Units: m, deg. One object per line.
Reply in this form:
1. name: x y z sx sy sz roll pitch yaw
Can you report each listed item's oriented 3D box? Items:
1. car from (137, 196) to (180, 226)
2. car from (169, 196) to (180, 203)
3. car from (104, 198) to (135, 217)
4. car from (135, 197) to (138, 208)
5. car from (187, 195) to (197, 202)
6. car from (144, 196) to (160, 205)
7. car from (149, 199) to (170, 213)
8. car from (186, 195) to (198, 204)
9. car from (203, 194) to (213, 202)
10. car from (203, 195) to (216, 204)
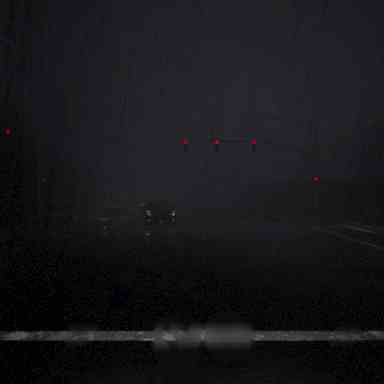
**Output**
1. car: -2.484 1.380 23.728 2.097 1.767 4.553 0 0 -13
2. car: -3.495 1.551 68.833 2.033 1.411 5.357 0 0 0
3. car: -7.098 1.478 32.088 1.882 1.535 5.008 0 0 0
4. car: -7.095 1.504 43.756 1.837 1.490 4.892 0 0 0
5. car: 0.005 1.413 73.837 1.994 1.385 4.181 0 0 0
6. car: -7.070 1.492 59.299 2.128 1.511 4.902 0 0 0
7. car: -3.595 1.564 37.299 1.994 1.385 4.181 0 0 0
8. car: 0.005 1.505 63.727 1.837 1.490 4.892 0 0 0
9. car: 3.508 1.355 74.416 2.097 1.767 4.553 0 0 0
10. car: 3.610 1.547 64.194 2.033 1.411 5.357 0 0 0
